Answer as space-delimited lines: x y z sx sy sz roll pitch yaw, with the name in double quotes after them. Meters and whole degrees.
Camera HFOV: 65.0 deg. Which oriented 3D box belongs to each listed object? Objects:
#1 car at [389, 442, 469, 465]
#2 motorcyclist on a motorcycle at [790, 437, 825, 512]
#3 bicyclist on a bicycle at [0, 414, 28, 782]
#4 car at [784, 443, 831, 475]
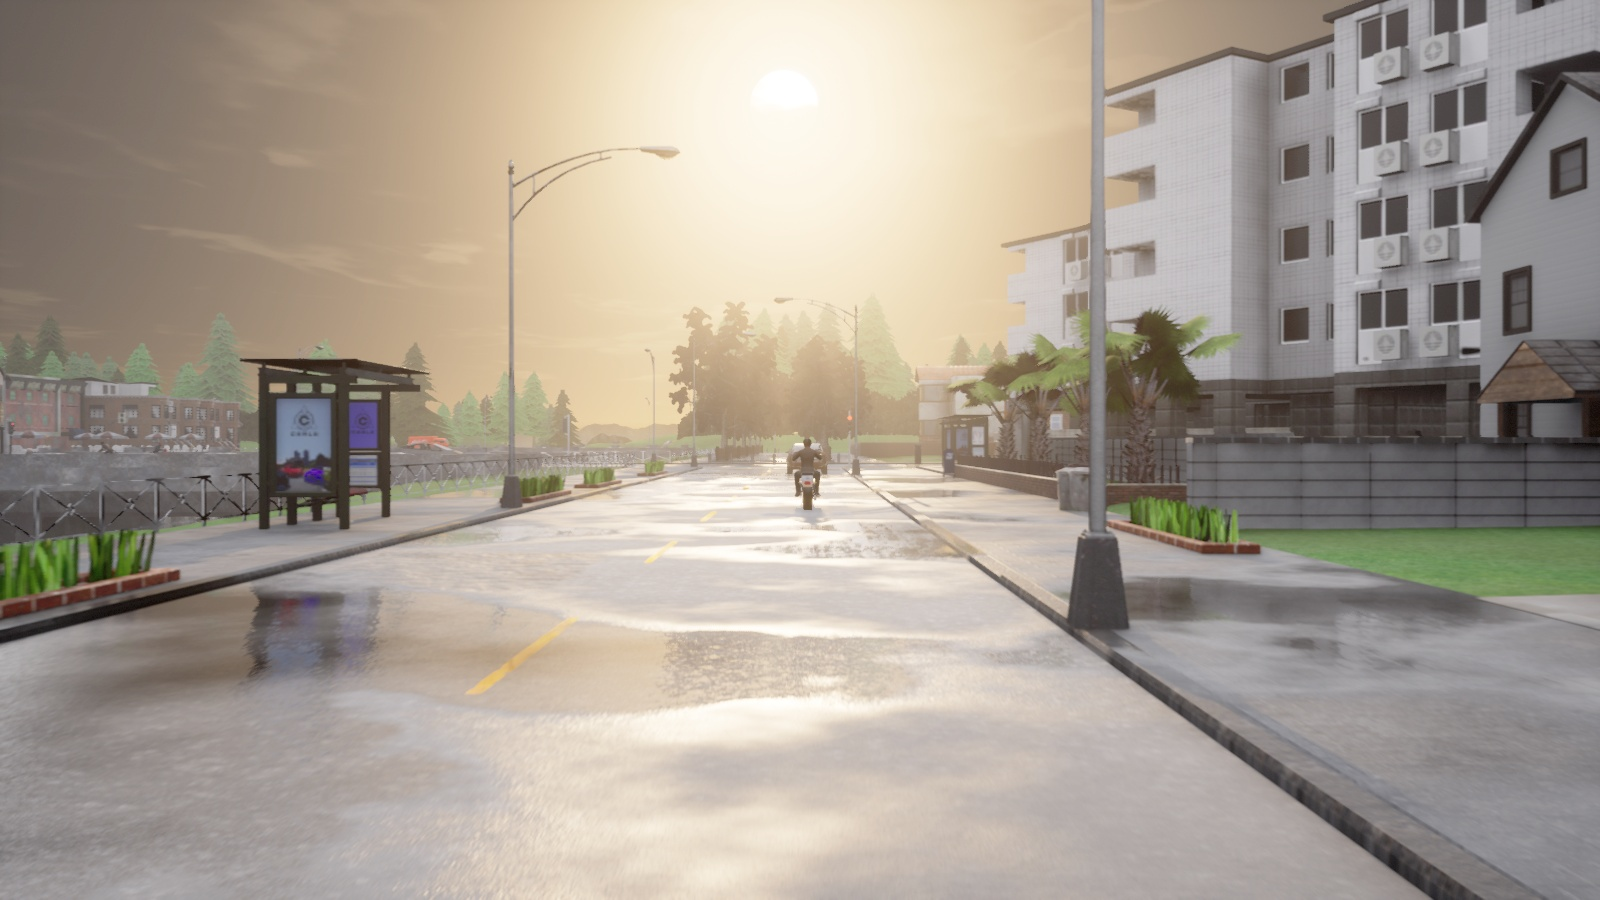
-23.940 0.217 81.120 4.514 1.525 2.007 0 0 2 "car"
0.175 0.534 28.915 0.766 1.649 2.350 0 0 0 "motorcyclist on a motorcycle"
-3.948 0.652 4.946 0.866 1.612 1.509 0 0 1 "bicyclist on a bicycle"
0.351 0.404 60.890 2.163 1.488 4.792 0 0 0 "car"
